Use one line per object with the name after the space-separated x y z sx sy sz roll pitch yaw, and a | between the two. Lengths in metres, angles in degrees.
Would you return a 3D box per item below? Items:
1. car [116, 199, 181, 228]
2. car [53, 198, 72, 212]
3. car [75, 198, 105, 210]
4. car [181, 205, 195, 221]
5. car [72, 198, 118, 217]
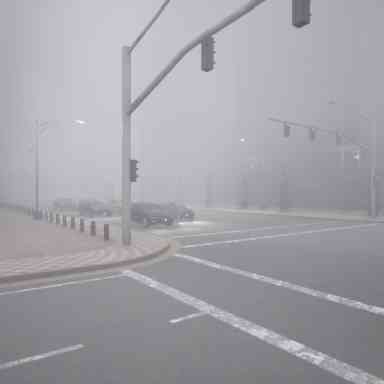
-3.019 1.450 22.141 1.837 1.490 4.892 0 0 -36 | car
-14.941 1.423 39.055 1.882 1.535 5.008 0 0 -35 | car
-13.154 1.493 42.614 2.033 1.411 5.357 0 0 -35 | car
-1.548 1.510 26.090 1.994 1.385 4.181 0 0 -36 | car
-8.986 1.493 30.525 2.033 1.411 5.357 0 0 -35 | car
